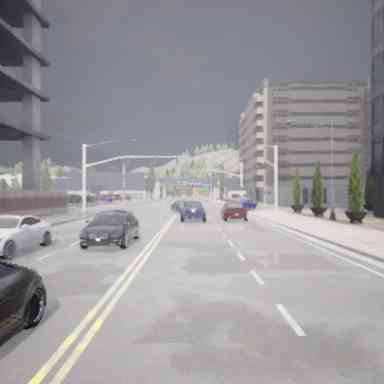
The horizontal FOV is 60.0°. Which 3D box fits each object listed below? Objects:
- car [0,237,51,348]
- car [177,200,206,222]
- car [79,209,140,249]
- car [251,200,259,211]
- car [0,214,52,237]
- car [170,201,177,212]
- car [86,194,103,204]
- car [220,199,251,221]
[{"bbox_3d":[-3.568,1.587,4.232,1.994,1.385,4.181,0,0,0],"label":"car"},{"bbox_3d":[0.104,1.497,28.098,2.097,1.767,4.553,0,0,0],"label":"car"},{"bbox_3d":[-3.550,1.583,15.061,1.837,1.490,4.892,0,0,0],"label":"car"},{"bbox_3d":[6.817,1.661,42.460,1.882,1.535,5.008,-2,-1,37],"label":"car"},{"bbox_3d":[-7.019,1.592,12.806,1.812,1.442,4.674,0,-1,1],"label":"car"},{"bbox_3d":[-1.401,1.737,41.349,2.033,1.411,5.357,0,0,-15],"label":"car"},{"bbox_3d":[-26.700,1.864,91.128,1.970,1.475,3.806,0,0,0],"label":"car"},{"bbox_3d":[3.555,1.625,28.710,1.882,1.535,5.008,0,0,1],"label":"car"}]
